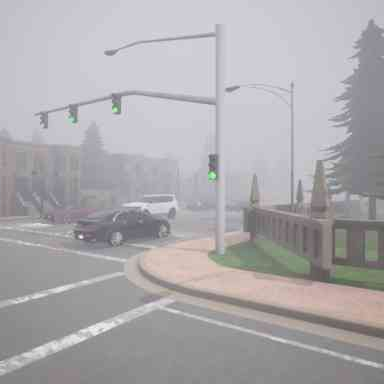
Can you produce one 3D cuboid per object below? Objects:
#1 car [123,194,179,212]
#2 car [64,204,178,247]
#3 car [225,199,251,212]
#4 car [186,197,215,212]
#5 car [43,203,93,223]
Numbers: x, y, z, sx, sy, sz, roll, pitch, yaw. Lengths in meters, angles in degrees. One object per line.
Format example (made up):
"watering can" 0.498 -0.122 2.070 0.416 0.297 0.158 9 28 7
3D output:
"car" -3.349 1.217 26.842 2.150 2.045 5.566 0 0 35
"car" -2.981 1.513 15.122 1.837 1.490 4.892 0 0 35
"car" 5.447 1.543 39.028 2.033 1.411 5.357 0 0 36
"car" 1.246 1.346 39.209 2.097 1.767 4.553 0 0 36
"car" -8.902 1.559 25.072 1.994 1.385 4.181 0 0 36
